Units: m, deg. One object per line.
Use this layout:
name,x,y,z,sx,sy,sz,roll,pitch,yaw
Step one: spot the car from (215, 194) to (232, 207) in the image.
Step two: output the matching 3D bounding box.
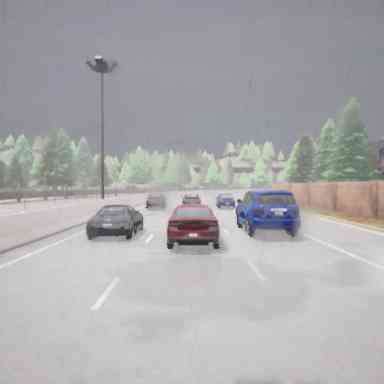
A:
car,3.452,0.911,34.633,1.812,1.442,4.674,0,1,0

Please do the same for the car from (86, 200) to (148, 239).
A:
car,-3.472,1.288,15.613,1.994,1.385,4.181,0,1,0

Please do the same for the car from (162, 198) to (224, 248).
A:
car,0.037,1.237,13.486,1.882,1.535,5.008,0,1,0

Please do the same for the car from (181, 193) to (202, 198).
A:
car,-0.035,0.891,33.907,2.128,1.511,4.902,0,1,0

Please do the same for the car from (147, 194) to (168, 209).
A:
car,-3.536,0.894,33.860,2.128,1.511,4.902,0,1,0

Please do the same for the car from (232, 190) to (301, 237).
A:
car,3.514,0.931,16.220,2.150,2.045,5.566,0,1,-1
